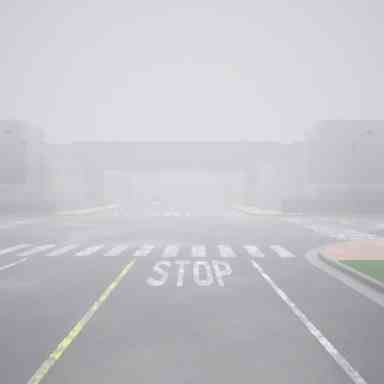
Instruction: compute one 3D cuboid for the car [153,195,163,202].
[{"bbox_3d":[-7.662,1.526,75.671,2.128,1.511,4.902,0,0,0],"label":"car"}]
